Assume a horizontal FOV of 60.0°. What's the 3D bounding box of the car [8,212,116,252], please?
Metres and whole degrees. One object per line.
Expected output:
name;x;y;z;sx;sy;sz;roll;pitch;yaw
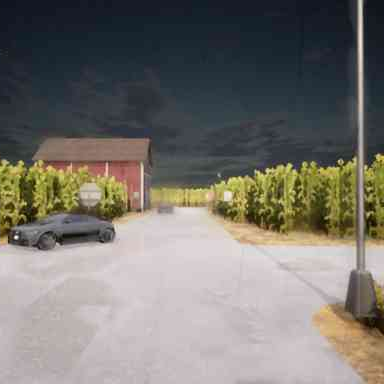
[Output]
car;-5.224;1.535;13.838;1.994;1.385;4.181;0;-1;39

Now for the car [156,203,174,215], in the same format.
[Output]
car;-3.126;1.972;40.059;2.033;1.411;5.357;0;-1;0
